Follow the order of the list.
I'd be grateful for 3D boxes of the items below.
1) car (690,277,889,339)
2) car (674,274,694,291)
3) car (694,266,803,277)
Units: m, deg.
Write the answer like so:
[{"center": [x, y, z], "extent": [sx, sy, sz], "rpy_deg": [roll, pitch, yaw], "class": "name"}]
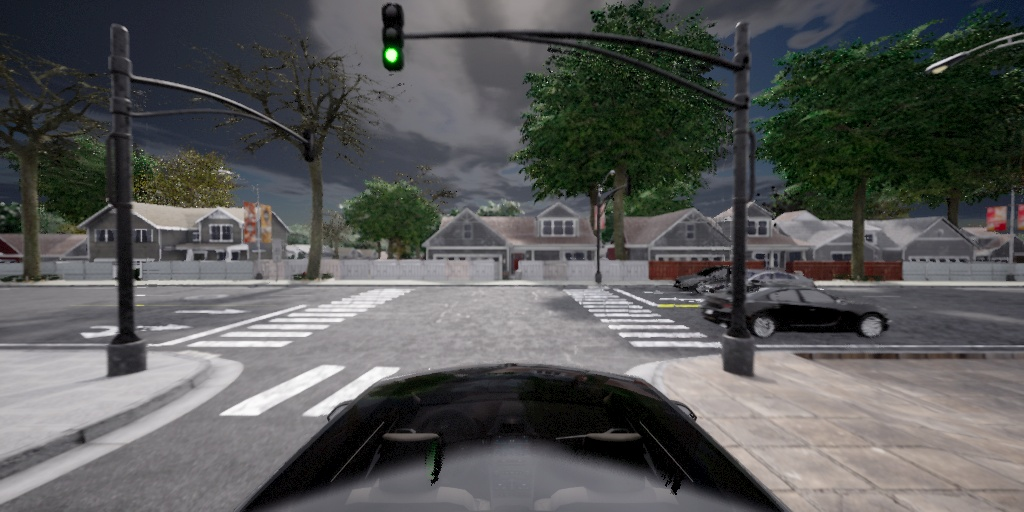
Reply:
[{"center": [8.518, 1.575, 11.007], "extent": [5.008, 1.535, 1.882], "rpy_deg": [0, 1, 0], "class": "car"}, {"center": [12.016, 1.361, 20.866], "extent": [4.892, 1.490, 1.837], "rpy_deg": [-1, 1, -1], "class": "car"}, {"center": [12.051, 1.424, 17.602], "extent": [4.902, 1.511, 2.128], "rpy_deg": [0, 1, 0], "class": "car"}]
